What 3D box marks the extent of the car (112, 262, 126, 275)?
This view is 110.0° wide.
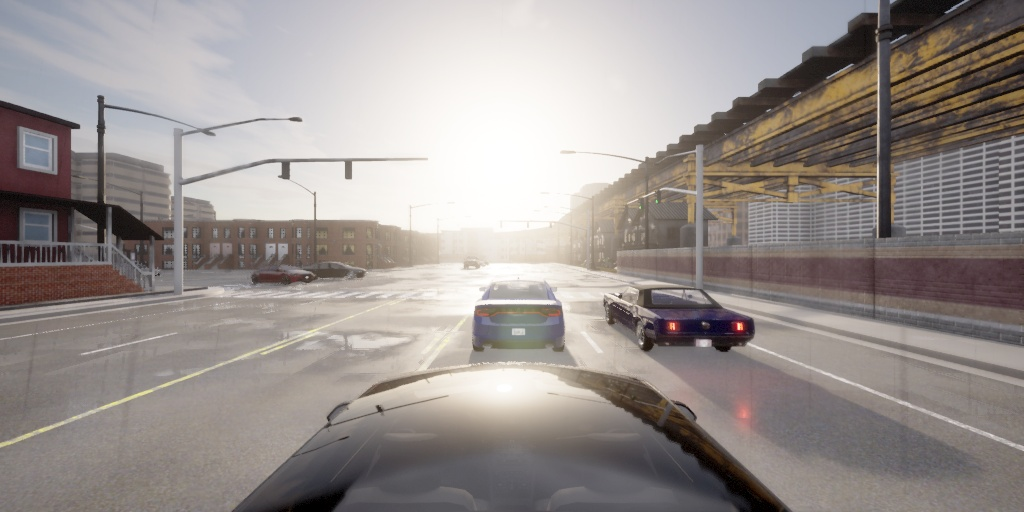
[{"bbox_3d":[-31.834,1.313,26.492,4.181,1.385,1.994,0,0,1],"label":"car"}]

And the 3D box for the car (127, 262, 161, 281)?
[{"bbox_3d":[-32.292,1.241,30.000,4.902,1.511,2.128,0,0,1],"label":"car"}]

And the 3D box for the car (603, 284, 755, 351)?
[{"bbox_3d":[3.656,1.351,8.964,1.895,1.301,4.718,0,0,1],"label":"car"}]

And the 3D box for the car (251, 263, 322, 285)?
[{"bbox_3d":[-16.148,1.314,25.399,4.181,1.385,1.994,0,0,15],"label":"car"}]

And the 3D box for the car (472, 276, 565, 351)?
[{"bbox_3d":[0.157,1.228,9.003,1.882,1.535,5.008,0,0,1],"label":"car"}]

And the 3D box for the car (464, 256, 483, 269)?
[{"bbox_3d":[-6.362,0.971,57.611,2.150,2.045,5.566,0,0,1],"label":"car"}]

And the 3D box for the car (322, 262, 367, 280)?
[{"bbox_3d":[-14.940,1.257,30.354,4.892,1.490,1.837,-1,1,-8],"label":"car"}]
